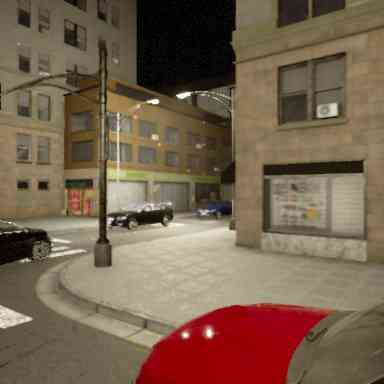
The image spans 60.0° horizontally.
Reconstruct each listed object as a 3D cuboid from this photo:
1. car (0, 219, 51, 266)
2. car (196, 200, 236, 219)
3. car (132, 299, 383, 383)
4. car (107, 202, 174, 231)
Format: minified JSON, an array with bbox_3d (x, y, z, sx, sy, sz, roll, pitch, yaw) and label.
[{"bbox_3d":[-5.865,1.456,9.184,2.128,1.511,4.902,-1,0,9],"label":"car"},{"bbox_3d":[2.238,1.393,27.565,1.812,1.442,4.674,0,0,36],"label":"car"},{"bbox_3d":[1.851,1.316,1.484,5.009,1.841,2.192,0,0,36],"label":"car"},{"bbox_3d":[-3.108,1.398,20.096,2.128,1.511,4.902,0,0,36],"label":"car"}]
